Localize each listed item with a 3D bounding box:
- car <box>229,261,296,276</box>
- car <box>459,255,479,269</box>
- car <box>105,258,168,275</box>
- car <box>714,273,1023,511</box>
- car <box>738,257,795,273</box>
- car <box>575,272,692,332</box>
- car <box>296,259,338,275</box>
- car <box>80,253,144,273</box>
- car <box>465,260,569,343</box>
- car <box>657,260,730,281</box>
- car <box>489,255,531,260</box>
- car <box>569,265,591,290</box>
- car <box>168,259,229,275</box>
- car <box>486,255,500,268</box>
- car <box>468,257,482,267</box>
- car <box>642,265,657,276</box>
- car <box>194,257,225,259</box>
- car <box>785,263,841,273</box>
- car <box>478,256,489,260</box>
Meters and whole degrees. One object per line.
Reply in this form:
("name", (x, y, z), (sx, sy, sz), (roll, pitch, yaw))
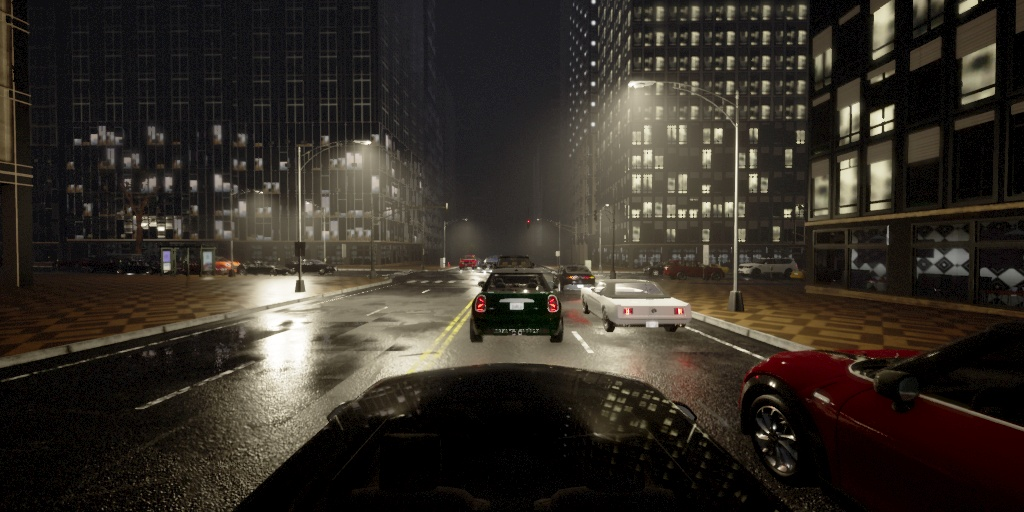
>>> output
("car", (-22.699, 1.173, 32.744), (4.313, 1.339, 1.948), (0, 0, 1))
("car", (-6.542, 0.935, 53.938), (2.150, 2.045, 5.566), (0, 0, 0))
("car", (-34.063, 1.069, 33.063), (4.313, 1.339, 1.948), (0, 0, 1))
("car", (3.350, 1.102, 1.778), (2.097, 1.767, 4.553), (0, 0, 0))
("car", (26.856, 1.175, 37.753), (5.566, 2.045, 2.150), (1, 1, 1))
("car", (3.360, 1.347, 10.796), (1.895, 1.301, 4.718), (0, 0, 0))
("car", (-19.774, 1.081, 35.389), (4.902, 1.511, 2.128), (1, 1, 1))
("car", (-39.386, 0.763, 35.813), (4.553, 1.767, 2.097), (1, 1, 1))
("car", (0.108, 1.099, 9.848), (2.097, 1.767, 4.553), (0, 0, 0))
("car", (16.226, 1.268, 32.175), (5.009, 1.841, 2.192), (0, 0, 1))
("car", (0.119, 0.963, 19.560), (2.150, 2.045, 5.566), (0, 0, 0))
("car", (3.369, 1.245, 20.053), (1.837, 1.490, 4.892), (0, 0, 0))
("car", (-28.383, 1.137, 32.883), (4.207, 1.307, 1.802), (0, 0, 1))
("car", (-3.259, 0.925, 62.565), (2.150, 2.045, 5.566), (0, 0, 0))
("car", (-6.496, 1.054, 63.536), (2.097, 1.767, 4.553), (0, 0, 0))
("car", (16.386, 1.366, 37.945), (4.892, 1.490, 1.837), (1, 1, 1))
("car", (-29.392, 0.854, 35.593), (4.553, 1.767, 2.097), (1, 1, 1))
("car", (27.674, 1.578, 31.966), (4.829, 1.417, 1.751), (0, 0, 1))
("car", (-3.290, 1.206, 52.402), (2.128, 1.511, 4.902), (0, 0, 0))
